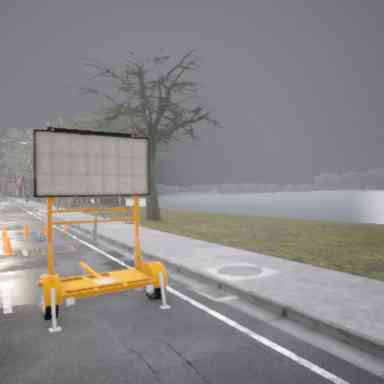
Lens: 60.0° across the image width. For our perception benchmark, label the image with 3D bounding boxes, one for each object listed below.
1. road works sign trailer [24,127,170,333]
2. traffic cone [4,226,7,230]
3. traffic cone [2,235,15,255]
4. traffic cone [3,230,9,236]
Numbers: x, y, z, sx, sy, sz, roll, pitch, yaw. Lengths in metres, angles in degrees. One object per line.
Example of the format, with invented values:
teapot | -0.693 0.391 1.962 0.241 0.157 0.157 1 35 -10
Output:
road works sign trailer | -2.111 0.497 7.169 2.380 3.560 2.880 -1 0 -31
traffic cone | -8.889 2.054 15.925 0.340 0.580 0.340 -1 0 -31
traffic cone | -6.849 2.036 12.484 0.340 0.580 0.340 -1 0 -31
traffic cone | -7.869 2.045 14.205 0.340 0.580 0.340 -1 0 -31
